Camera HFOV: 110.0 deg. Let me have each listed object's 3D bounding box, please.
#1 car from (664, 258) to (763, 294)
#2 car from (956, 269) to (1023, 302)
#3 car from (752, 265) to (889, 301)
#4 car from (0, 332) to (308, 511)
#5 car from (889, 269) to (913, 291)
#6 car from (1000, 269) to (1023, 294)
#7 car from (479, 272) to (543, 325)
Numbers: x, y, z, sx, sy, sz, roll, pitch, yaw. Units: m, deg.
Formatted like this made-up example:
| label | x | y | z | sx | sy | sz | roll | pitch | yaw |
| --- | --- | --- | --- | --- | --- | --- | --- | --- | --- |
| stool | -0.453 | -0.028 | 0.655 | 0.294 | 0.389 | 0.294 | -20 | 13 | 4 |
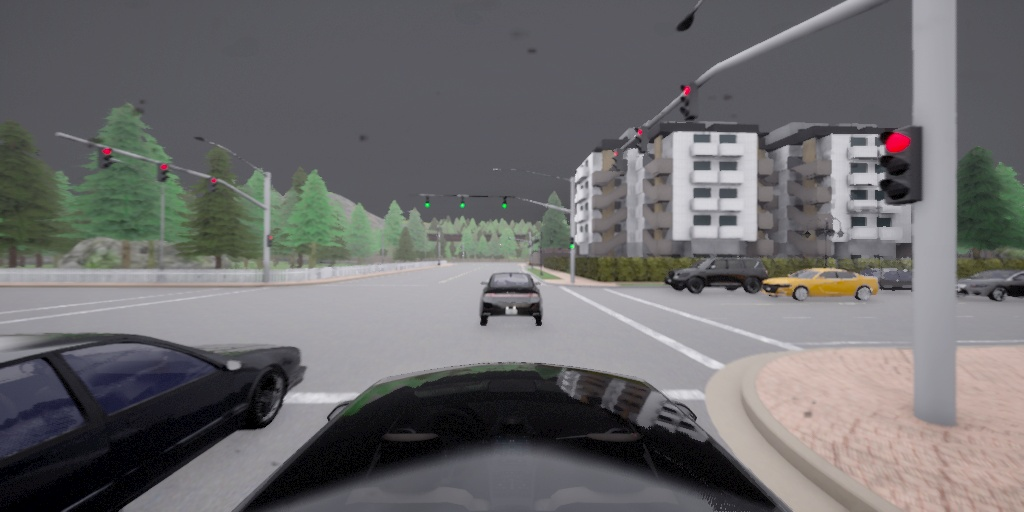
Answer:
| label | x | y | z | sx | sy | sz | roll | pitch | yaw |
| --- | --- | --- | --- | --- | --- | --- | --- | --- | --- |
| car | 11.955 | 1.107 | 21.087 | 5.566 | 2.045 | 2.150 | 0 | 0 | -3 |
| car | 24.572 | 1.414 | 17.755 | 4.902 | 1.511 | 2.128 | 0 | 0 | 3 |
| car | 15.078 | 1.361 | 17.716 | 5.008 | 1.535 | 1.882 | 0 | 0 | -2 |
| car | -3.632 | 1.286 | 2.494 | 2.033 | 1.411 | 5.357 | 0 | 0 | -3 |
| car | 22.195 | 1.476 | 21.420 | 5.357 | 1.411 | 2.033 | 0 | 0 | 1 |
| car | 32.246 | 1.513 | 20.393 | 5.357 | 1.411 | 2.033 | 0 | 0 | 12 |
| car | -0.041 | 1.287 | 12.032 | 2.128 | 1.511 | 4.902 | 0 | 0 | -1 |
